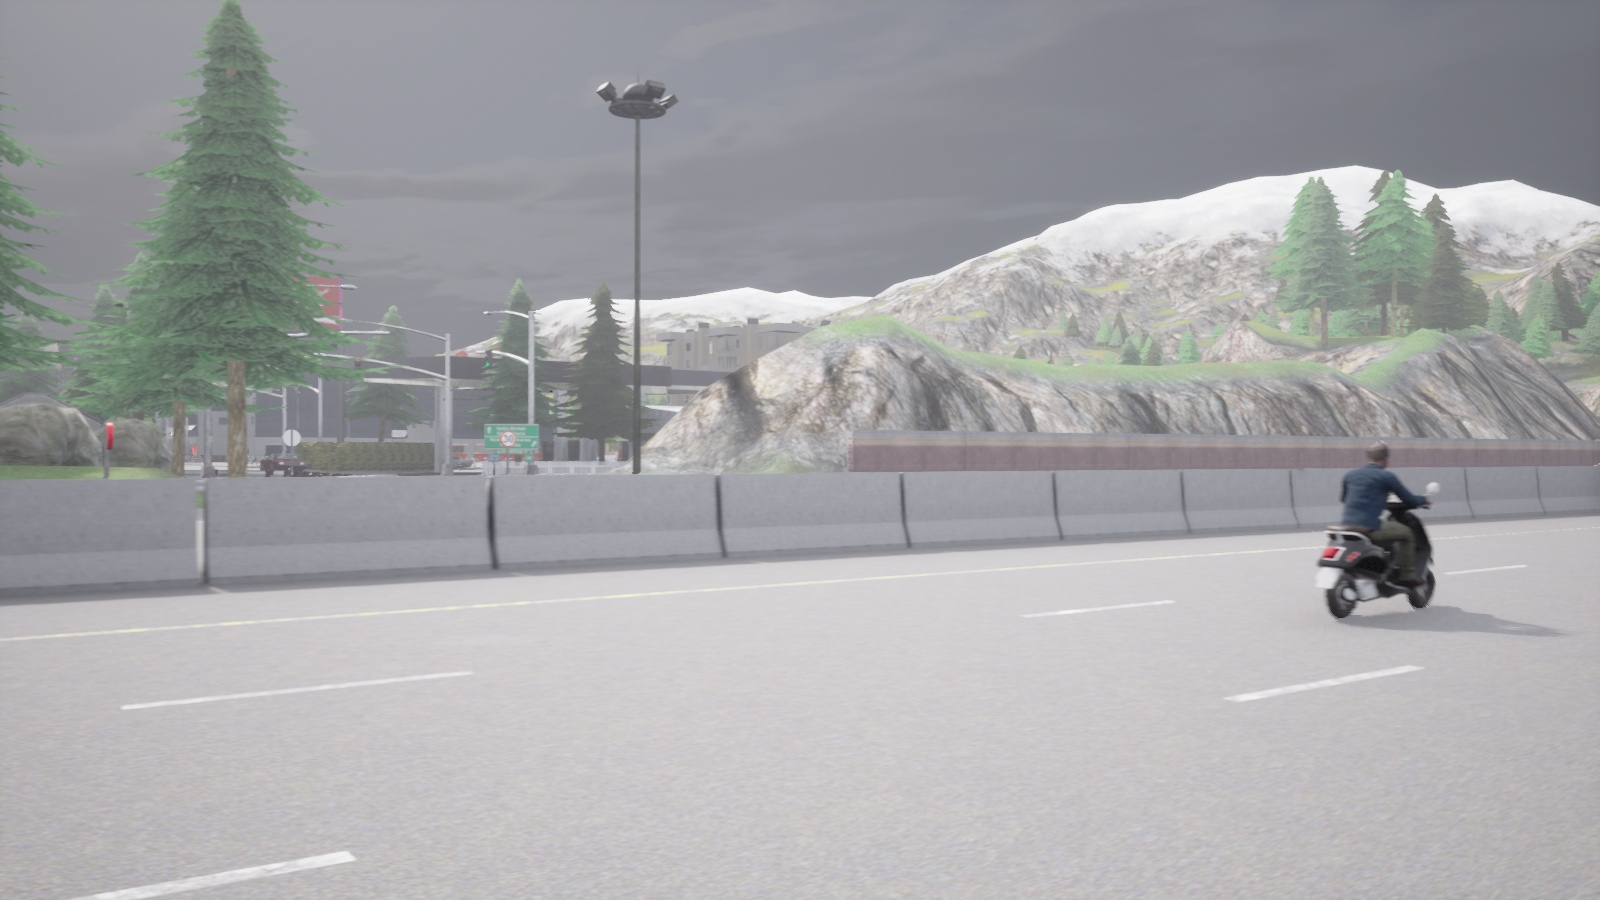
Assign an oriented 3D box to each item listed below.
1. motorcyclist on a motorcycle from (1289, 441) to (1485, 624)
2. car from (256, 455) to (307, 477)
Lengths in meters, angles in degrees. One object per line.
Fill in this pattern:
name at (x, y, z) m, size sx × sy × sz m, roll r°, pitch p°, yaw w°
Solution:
motorcyclist on a motorcycle at (5.512, 0.715, 11.759) m, size 1.817 × 1.590 × 0.866 m, roll 0°, pitch 0°, yaw -35°
car at (-32.096, 0.992, 77.719) m, size 1.895 × 1.301 × 4.718 m, roll 2°, pitch -1°, yaw -35°
